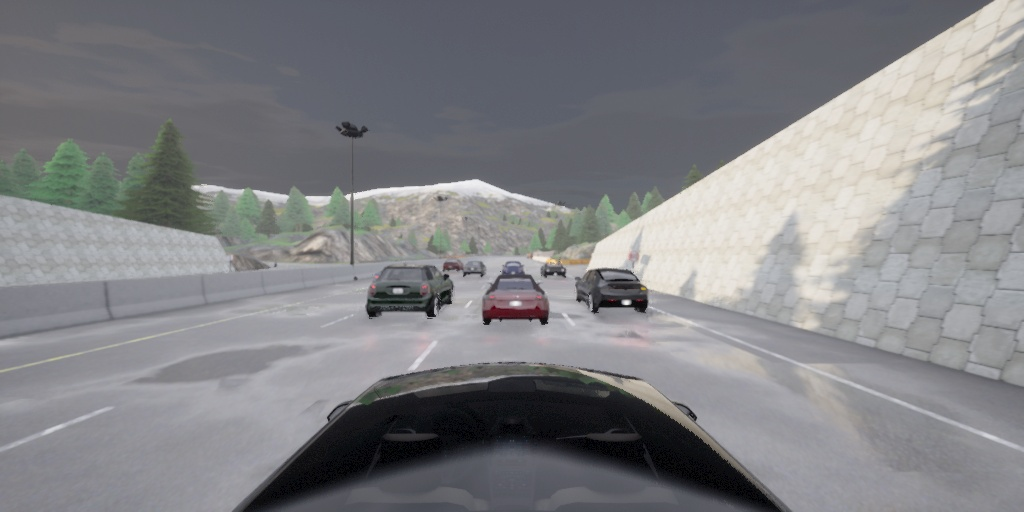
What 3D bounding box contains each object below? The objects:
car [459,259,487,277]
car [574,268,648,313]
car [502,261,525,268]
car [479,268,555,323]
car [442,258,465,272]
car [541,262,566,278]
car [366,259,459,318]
[{"bbox_3d":[-3.400,1.155,33.199,2.033,1.411,5.357,0,0,0],"label":"car"},{"bbox_3d":[3.599,1.201,13.689,1.837,1.490,4.892,0,0,0],"label":"car"},{"bbox_3d":[0.100,1.145,30.508,1.812,1.442,4.674,0,0,0],"label":"car"},{"bbox_3d":[0.100,1.268,11.856,1.994,1.385,4.181,0,0,0],"label":"car"},{"bbox_3d":[-6.900,1.043,42.576,1.882,1.535,5.008,0,0,0],"label":"car"},{"bbox_3d":[3.600,1.214,31.969,1.895,1.301,4.718,0,0,0],"label":"car"},{"bbox_3d":[-3.401,1.052,12.831,2.097,1.767,4.553,0,0,0],"label":"car"}]
